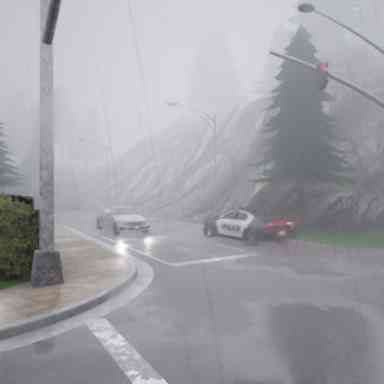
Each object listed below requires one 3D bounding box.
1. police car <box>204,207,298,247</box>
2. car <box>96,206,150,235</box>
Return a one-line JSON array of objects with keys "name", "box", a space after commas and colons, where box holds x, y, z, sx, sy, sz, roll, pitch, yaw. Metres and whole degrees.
[{"name": "police car", "box": [2.364, 1.491, 15.385, 2.038, 1.542, 4.974, 0, 0, -31]}, {"name": "car", "box": [-4.048, 1.514, 18.856, 1.812, 1.442, 4.674, 0, 0, -33]}]
